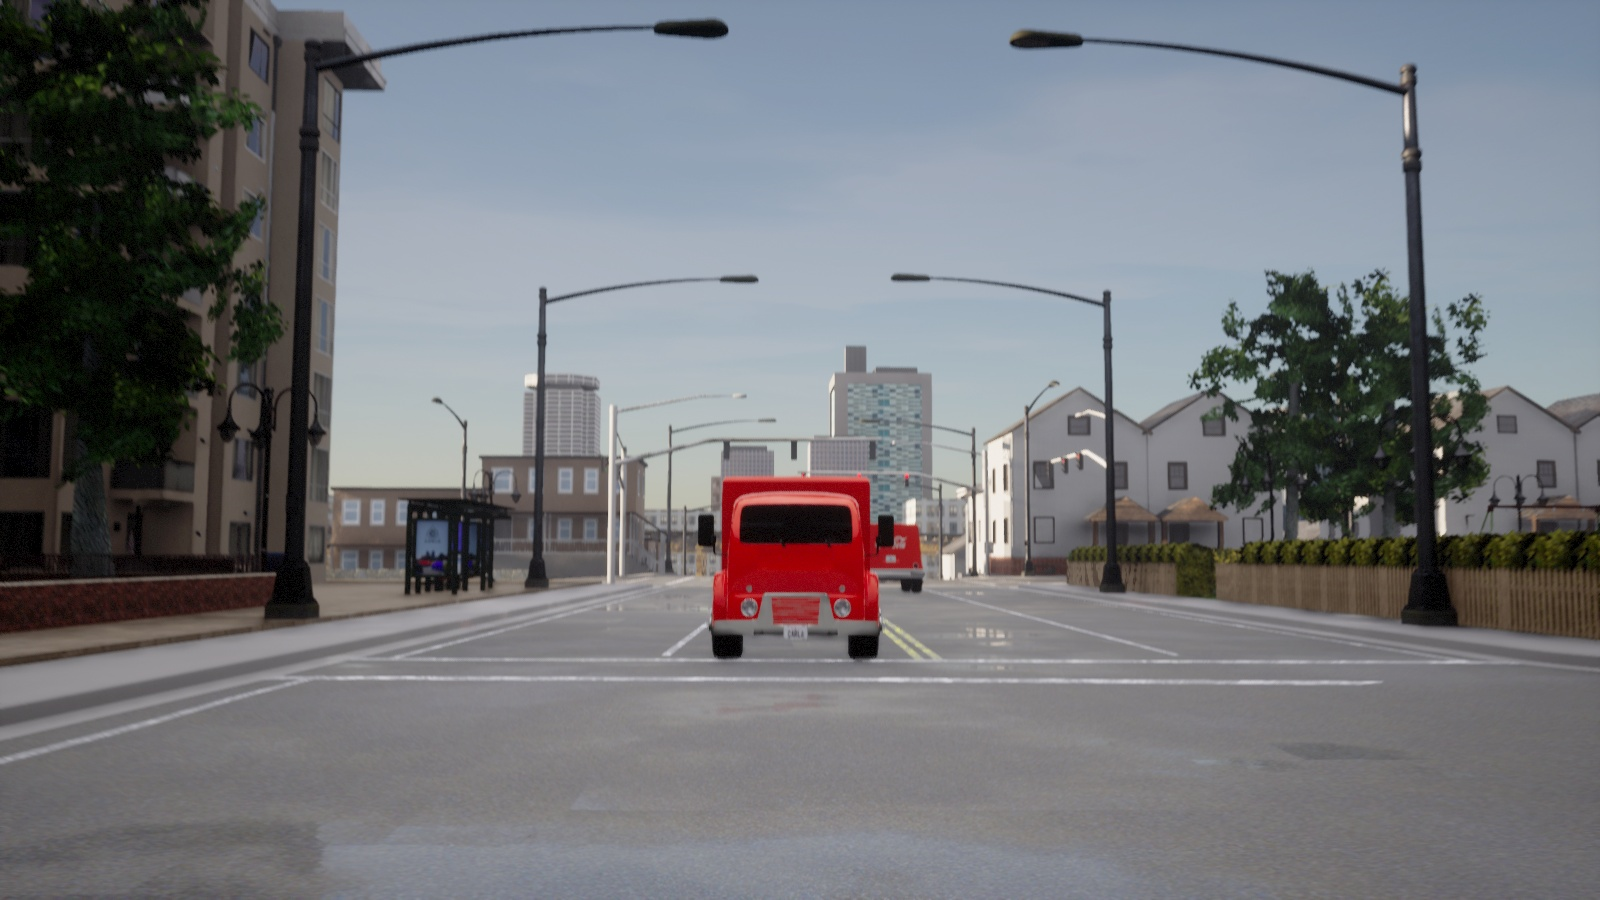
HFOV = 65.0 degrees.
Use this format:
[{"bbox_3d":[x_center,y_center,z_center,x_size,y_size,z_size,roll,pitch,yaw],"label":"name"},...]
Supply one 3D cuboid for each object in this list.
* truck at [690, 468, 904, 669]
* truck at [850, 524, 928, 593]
[{"bbox_3d":[-0.049,1.680,18.129,2.627,2.467,5.204,0,-5,0],"label":"truck"},{"bbox_3d":[3.377,4.278,48.782,2.627,2.467,5.204,0,-7,0],"label":"truck"}]
